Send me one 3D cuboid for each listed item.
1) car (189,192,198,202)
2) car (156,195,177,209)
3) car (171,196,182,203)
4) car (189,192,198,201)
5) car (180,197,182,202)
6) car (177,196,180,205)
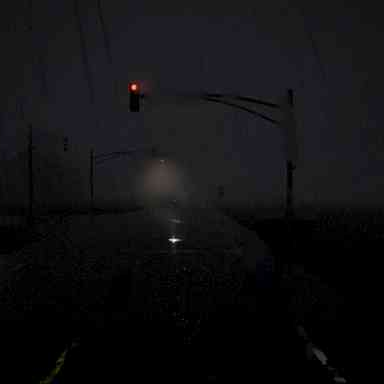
[{"bbox_3d":[0.275,1.269,75.597,2.097,1.767,4.553,0,0,0],"label":"car"},{"bbox_3d":[-3.432,1.320,43.494,2.097,1.767,4.553,0,0,0],"label":"car"},{"bbox_3d":[-3.243,1.477,70.837,1.994,1.385,4.181,0,0,0],"label":"car"},{"bbox_3d":[0.311,1.115,85.812,2.150,2.045,5.566,0,0,0],"label":"car"},{"bbox_3d":[-3.349,1.468,61.091,1.812,1.442,4.674,0,0,1],"label":"car"},{"bbox_3d":[-3.399,1.308,52.275,2.097,1.767,4.553,0,0,0],"label":"car"}]
